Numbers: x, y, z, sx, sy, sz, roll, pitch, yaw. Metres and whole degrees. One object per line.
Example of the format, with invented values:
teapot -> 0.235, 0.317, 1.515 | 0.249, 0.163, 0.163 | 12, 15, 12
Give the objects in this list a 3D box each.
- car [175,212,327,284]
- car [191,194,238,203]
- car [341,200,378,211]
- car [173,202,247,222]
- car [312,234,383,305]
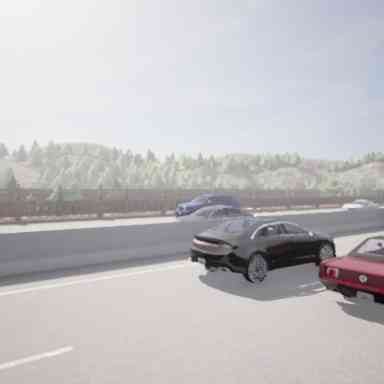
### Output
car -> 2.210, 1.487, 9.622 | 4.902, 1.511, 2.128 | 0, 0, -35
car -> 1.360, 1.216, 26.451 | 5.566, 2.045, 2.150 | 0, 0, -35
car -> 16.791, 1.516, 33.130 | 4.674, 1.442, 1.812 | 0, 0, -35
car -> 1.206, 1.500, 17.745 | 4.892, 1.490, 1.837 | 0, 0, -35
car -> 4.925, 1.597, 7.259 | 4.718, 1.301, 1.895 | 0, 0, -35
